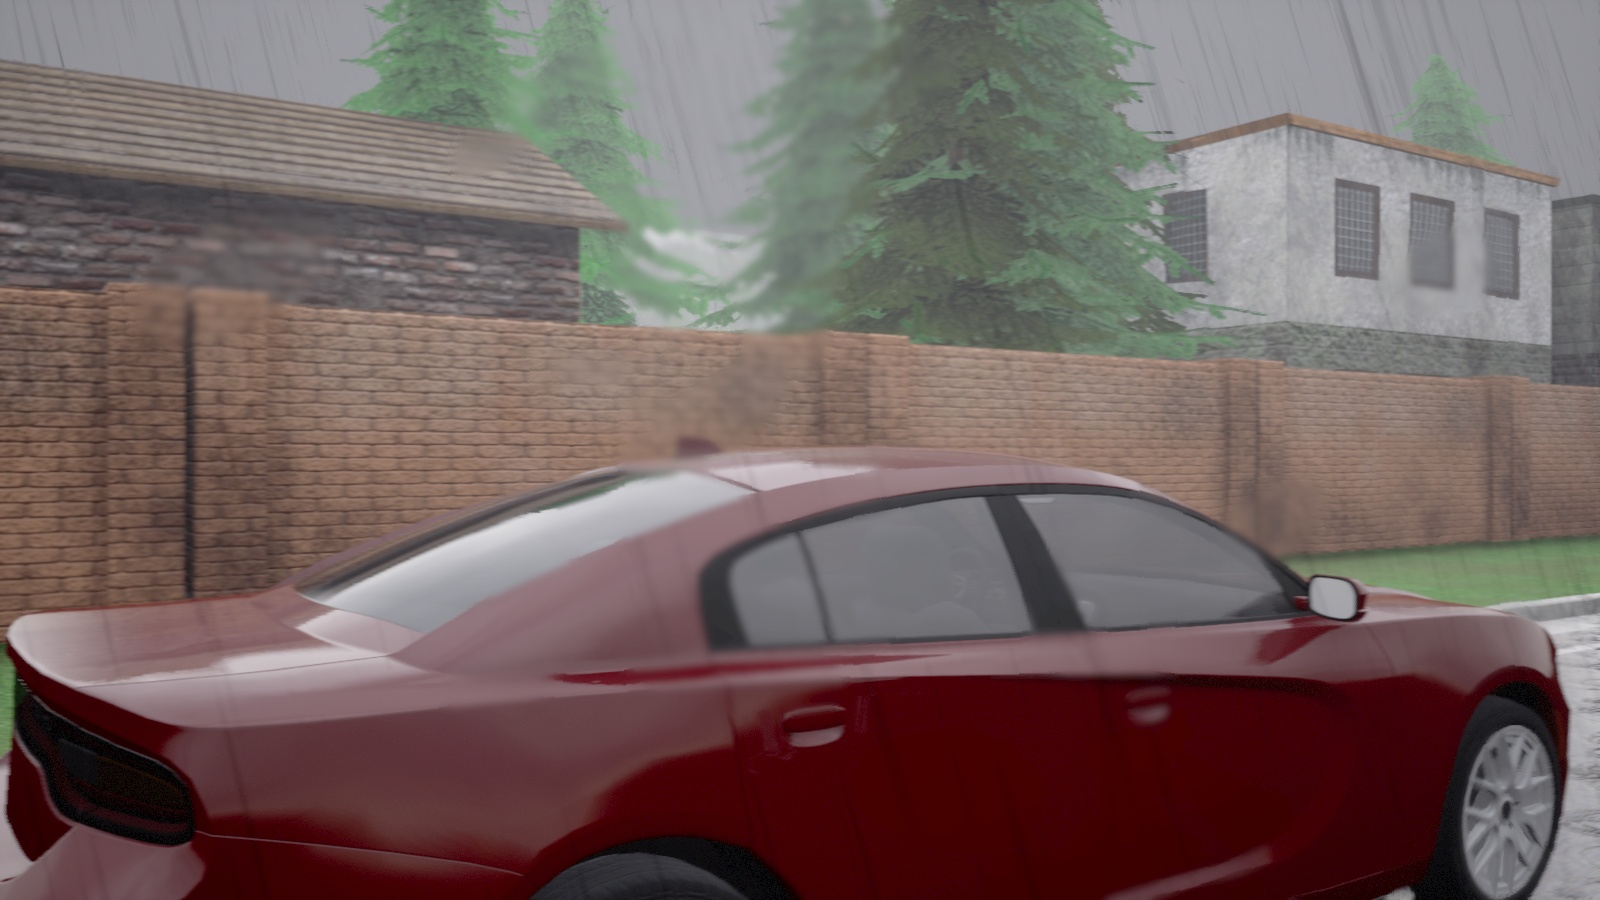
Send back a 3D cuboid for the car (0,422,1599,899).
[{"bbox_3d":[0.476,0.730,3.926,5.008,1.535,1.882,0,0,-33],"label":"car"}]
